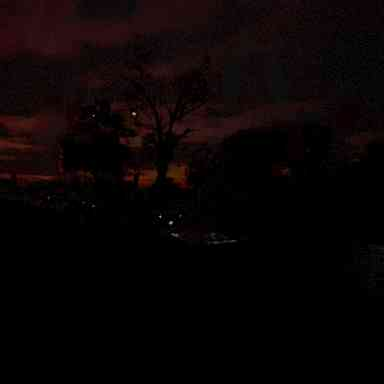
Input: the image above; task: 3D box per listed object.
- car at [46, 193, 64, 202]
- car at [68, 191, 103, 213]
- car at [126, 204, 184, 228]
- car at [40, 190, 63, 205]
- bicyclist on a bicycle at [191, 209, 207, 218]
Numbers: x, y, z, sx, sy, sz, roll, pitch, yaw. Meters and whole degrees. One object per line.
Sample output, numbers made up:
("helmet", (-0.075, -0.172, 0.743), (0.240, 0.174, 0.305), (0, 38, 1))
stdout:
("car", (-23.617, 0.932, 57.181), (1.812, 1.442, 4.674), (0, 1, -35))
("car", (-10.859, 0.936, 33.614), (2.150, 2.045, 5.566), (0, 0, -35))
("car", (-2.482, 1.489, 21.506), (1.895, 1.301, 4.718), (0, 0, -35))
("car", (-19.925, 0.750, 46.834), (2.150, 2.045, 5.566), (0, 0, -34))
("bicyclist on a bicycle", (0.615, 1.336, 27.536), (1.656, 1.620, 0.582), (0, 0, -35))
